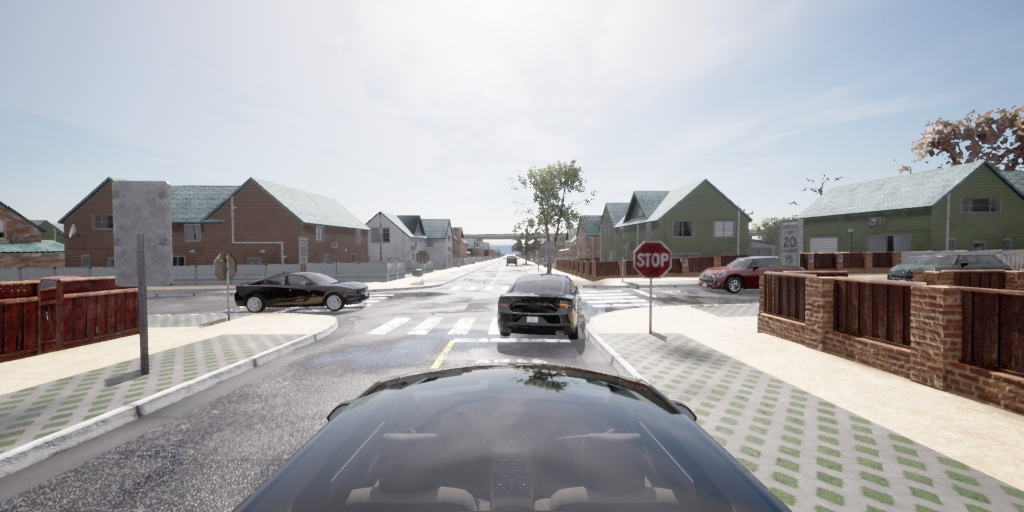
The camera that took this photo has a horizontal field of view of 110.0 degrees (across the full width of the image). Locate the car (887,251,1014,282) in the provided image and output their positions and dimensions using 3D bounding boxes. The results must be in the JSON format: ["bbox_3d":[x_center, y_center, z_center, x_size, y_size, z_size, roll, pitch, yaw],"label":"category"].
[{"bbox_3d":[21.696,0.645,17.857,4.553,1.767,2.097,-1,2,0],"label":"car"}]

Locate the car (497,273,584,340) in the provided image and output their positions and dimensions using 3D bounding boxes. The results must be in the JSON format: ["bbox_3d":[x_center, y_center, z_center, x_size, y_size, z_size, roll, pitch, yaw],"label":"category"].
[{"bbox_3d":[0.955,1.224,10.169,1.882,1.535,5.008,0,0,12],"label":"car"}]

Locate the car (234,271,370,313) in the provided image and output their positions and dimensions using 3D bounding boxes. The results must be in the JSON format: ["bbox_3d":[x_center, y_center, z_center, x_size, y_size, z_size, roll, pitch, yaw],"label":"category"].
[{"bbox_3d":[-8.473,1.377,14.692,5.008,1.535,1.882,-1,2,0],"label":"car"}]

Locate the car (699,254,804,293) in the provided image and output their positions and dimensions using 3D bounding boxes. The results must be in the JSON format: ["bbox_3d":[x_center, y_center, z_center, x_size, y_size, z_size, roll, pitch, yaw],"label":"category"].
[{"bbox_3d":[11.801,0.820,17.782,4.553,1.767,2.097,-1,2,0],"label":"car"}]

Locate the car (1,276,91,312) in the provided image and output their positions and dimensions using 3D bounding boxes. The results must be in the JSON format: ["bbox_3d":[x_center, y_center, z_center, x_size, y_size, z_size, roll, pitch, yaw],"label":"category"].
[{"bbox_3d":[-18.025,1.547,14.627,5.008,1.535,1.882,-1,2,0],"label":"car"}]
